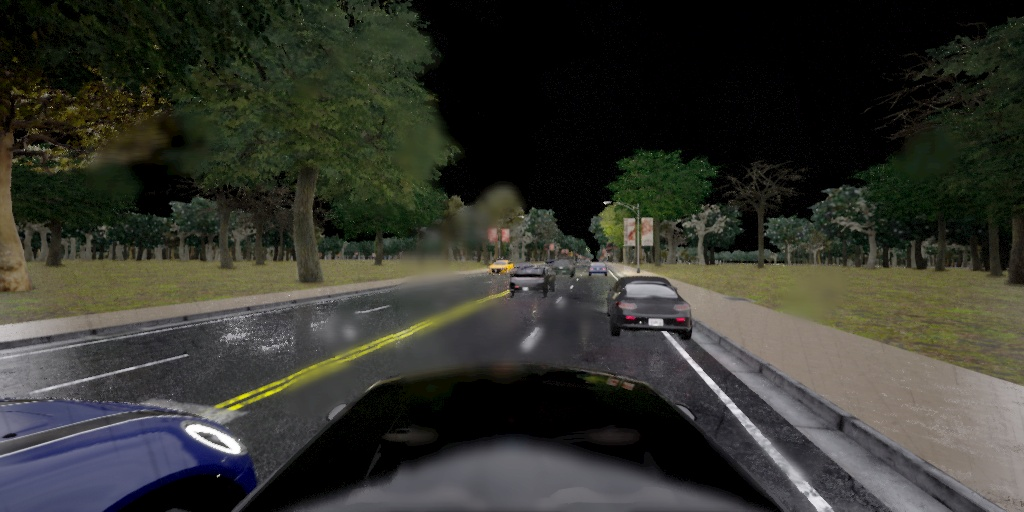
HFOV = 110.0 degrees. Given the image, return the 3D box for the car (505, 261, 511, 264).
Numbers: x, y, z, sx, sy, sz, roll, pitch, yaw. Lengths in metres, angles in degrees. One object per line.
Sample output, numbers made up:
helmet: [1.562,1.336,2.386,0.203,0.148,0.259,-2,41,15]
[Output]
car: [1.068,1.311,32.973,1.994,1.385,4.181,0,0,13]

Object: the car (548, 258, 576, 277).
car: [5.089,1.105,35.006,2.097,1.767,4.553,0,0,13]

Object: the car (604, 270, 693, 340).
car: [3.650,1.275,10.032,1.812,1.442,4.674,0,0,13]

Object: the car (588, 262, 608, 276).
car: [8.774,1.304,36.610,2.033,1.411,5.357,0,0,13]

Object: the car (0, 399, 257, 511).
car: [-2.980,1.101,0.508,2.097,1.767,4.553,0,0,13]

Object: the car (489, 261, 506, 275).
car: [-1.049,1.229,38.193,1.882,1.535,5.008,0,0,13]

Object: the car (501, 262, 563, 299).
car: [1.189,1.236,18.335,2.128,1.511,4.902,0,0,13]
